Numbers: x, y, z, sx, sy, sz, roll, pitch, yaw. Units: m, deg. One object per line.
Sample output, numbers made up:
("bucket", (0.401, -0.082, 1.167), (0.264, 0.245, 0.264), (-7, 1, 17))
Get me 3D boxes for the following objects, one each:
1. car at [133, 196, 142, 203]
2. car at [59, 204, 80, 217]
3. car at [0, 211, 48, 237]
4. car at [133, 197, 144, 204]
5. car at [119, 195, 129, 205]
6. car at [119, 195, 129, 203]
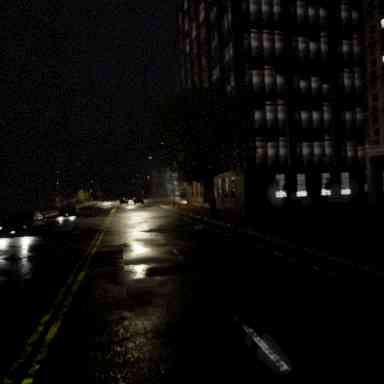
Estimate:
("car", (-13.912, 1.886, 84.432), (2.033, 1.411, 5.357), (-2, 0, -12))
("car", (-14.620, 2.181, 40.022), (2.033, 1.411, 5.357), (-2, 0, -12))
("car", (-10.971, 1.986, 21.974), (2.033, 1.411, 5.357), (-2, 0, -12))
("car", (-11.870, 1.980, 74.639), (1.994, 1.385, 4.181), (-2, 0, -12))
("car", (-14.966, 2.079, 73.569), (2.128, 1.511, 4.902), (-2, 0, -12))
("car", (-17.111, 1.703, 83.799), (2.150, 2.045, 5.566), (-2, 0, -12))
